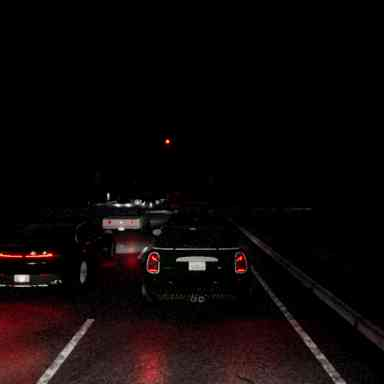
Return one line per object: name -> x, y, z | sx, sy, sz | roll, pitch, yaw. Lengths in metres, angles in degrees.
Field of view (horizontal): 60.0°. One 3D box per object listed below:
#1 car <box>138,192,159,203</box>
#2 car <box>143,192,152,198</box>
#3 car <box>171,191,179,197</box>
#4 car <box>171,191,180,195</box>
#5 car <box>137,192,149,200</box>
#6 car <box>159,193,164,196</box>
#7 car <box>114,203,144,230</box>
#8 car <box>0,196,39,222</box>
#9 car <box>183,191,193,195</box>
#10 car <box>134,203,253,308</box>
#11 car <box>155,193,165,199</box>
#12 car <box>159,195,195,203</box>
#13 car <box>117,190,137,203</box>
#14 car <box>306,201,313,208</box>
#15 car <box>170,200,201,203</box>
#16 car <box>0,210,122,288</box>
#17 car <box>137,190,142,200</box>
car -> -7.211, 1.105, 55.967 | 2.033, 1.411, 5.357 | 0, 1, 0
car -> -11.085, 0.749, 83.705 | 1.812, 1.442, 4.674 | 0, 1, -2
car -> -4.937, 0.541, 95.504 | 1.837, 1.490, 4.892 | 0, 1, -7
car -> -4.157, 0.681, 85.345 | 1.882, 1.535, 5.008 | 0, 1, -4
car -> -10.747, 0.894, 73.484 | 2.128, 1.511, 4.902 | 0, 1, -1
car -> -7.185, 1.005, 66.035 | 2.033, 1.411, 5.357 | 0, 1, 1
car -> -3.439, 1.487, 18.413 | 1.895, 1.301, 4.718 | 0, 1, 0
car -> -7.129, 1.170, 11.089 | 2.150, 2.045, 5.566 | 0, 0, -1
car -> -0.698, 0.707, 86.045 | 1.812, 1.442, 4.674 | 0, 1, -4
car -> 0.087, 1.323, 8.041 | 2.097, 1.767, 4.553 | 0, 0, 0
car -> -7.318, 0.870, 76.462 | 2.033, 1.411, 5.357 | 0, 1, -1
car -> -0.954, 1.300, 35.525 | 4.181, 1.385, 1.994 | 0, 0, -33
car -> -10.707, 0.928, 53.818 | 2.097, 1.767, 4.553 | 0, 0, 0
car -> 16.321, 1.250, 39.365 | 5.357, 1.411, 2.033 | 0, 1, -3
car -> 0.057, 1.388, 17.237 | 2.128, 1.511, 4.902 | 0, 0, 1
car -> -3.417, 1.468, 9.093 | 1.837, 1.490, 4.892 | 0, 0, 0
car -> -10.694, 0.709, 63.259 | 2.150, 2.045, 5.566 | 0, 1, 0
